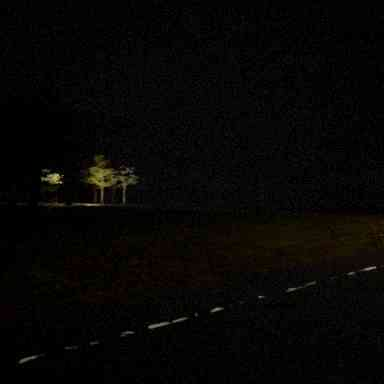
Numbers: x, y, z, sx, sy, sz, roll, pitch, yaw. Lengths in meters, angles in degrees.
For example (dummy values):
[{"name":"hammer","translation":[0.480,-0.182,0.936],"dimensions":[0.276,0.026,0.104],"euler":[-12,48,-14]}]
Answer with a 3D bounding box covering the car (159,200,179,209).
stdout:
[{"name":"car","translation":[-4.146,2.272,60.310],"dimensions":[2.128,1.511,4.902],"euler":[2,-3,-36]}]
